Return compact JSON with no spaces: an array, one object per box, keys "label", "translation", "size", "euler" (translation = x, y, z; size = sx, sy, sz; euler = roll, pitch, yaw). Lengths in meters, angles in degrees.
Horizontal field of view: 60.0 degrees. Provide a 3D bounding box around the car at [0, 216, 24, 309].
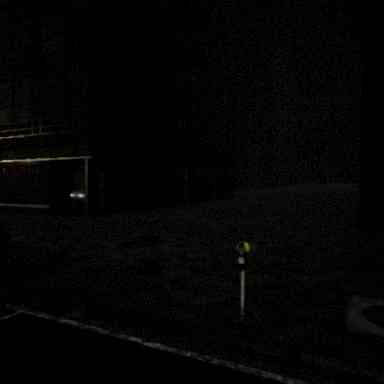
[{"label":"car","translation":[-5.141,1.196,5.752],"size":[5.009,1.841,2.192],"euler":[0,2,28]}]
